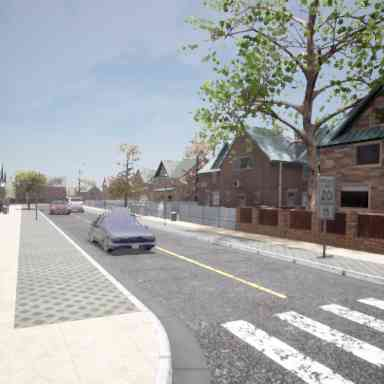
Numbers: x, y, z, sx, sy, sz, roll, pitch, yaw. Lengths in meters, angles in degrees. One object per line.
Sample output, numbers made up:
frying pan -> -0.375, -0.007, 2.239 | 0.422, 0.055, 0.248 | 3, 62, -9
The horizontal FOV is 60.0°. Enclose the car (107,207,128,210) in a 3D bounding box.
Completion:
car -> -6.053, 1.905, 26.724 | 2.033, 1.411, 5.357 | 2, -1, -27

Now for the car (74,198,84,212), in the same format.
car -> -17.417, 1.848, 48.997 | 2.150, 2.045, 5.566 | 2, -2, -27

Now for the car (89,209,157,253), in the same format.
car -> -3.307, 1.706, 14.858 | 2.033, 1.411, 5.357 | 2, -1, -27

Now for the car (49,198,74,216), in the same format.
car -> -15.366, 1.777, 38.615 | 2.097, 1.767, 4.553 | 2, -1, -27
